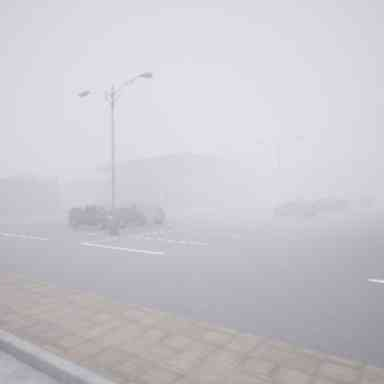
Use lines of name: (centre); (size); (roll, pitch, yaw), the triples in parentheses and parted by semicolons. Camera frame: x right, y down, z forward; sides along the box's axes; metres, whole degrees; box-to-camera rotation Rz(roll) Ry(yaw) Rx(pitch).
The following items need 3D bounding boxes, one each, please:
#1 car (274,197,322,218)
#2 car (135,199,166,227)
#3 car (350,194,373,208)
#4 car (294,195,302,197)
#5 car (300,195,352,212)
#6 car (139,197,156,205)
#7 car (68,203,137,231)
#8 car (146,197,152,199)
car: (8.936, 1.451, 28.950); (3.633, 1.501, 1.845); (-1, -1, 36)
car: (-4.239, 1.569, 23.888); (5.027, 1.636, 2.152); (-1, -1, 36)
car: (22.754, 1.217, 46.658); (4.605, 1.855, 1.932); (-1, -1, 36)
car: (15.880, 1.597, 51.615); (3.806, 1.475, 1.970); (-1, -1, 36)
car: (14.851, 1.428, 37.004); (4.514, 1.523, 2.007); (-1, -1, 36)
car: (-10.860, 2.087, 81.231); (1.905, 1.878, 3.866); (-1, -1, 36)
car: (-6.042, 1.577, 21.321); (4.514, 1.523, 2.007); (-1, -1, 36)
car: (-8.833, 2.176, 74.392); (2.242, 1.667, 4.611); (-1, -1, 36)
